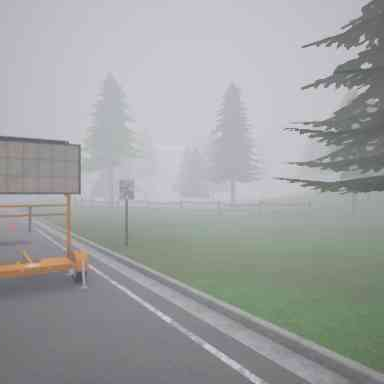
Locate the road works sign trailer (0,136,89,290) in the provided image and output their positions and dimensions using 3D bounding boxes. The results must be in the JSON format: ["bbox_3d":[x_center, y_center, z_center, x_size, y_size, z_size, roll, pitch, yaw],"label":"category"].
[{"bbox_3d":[-4.082,0.461,8.361,2.380,3.560,2.880,0,0,-32],"label":"road works sign trailer"}]
